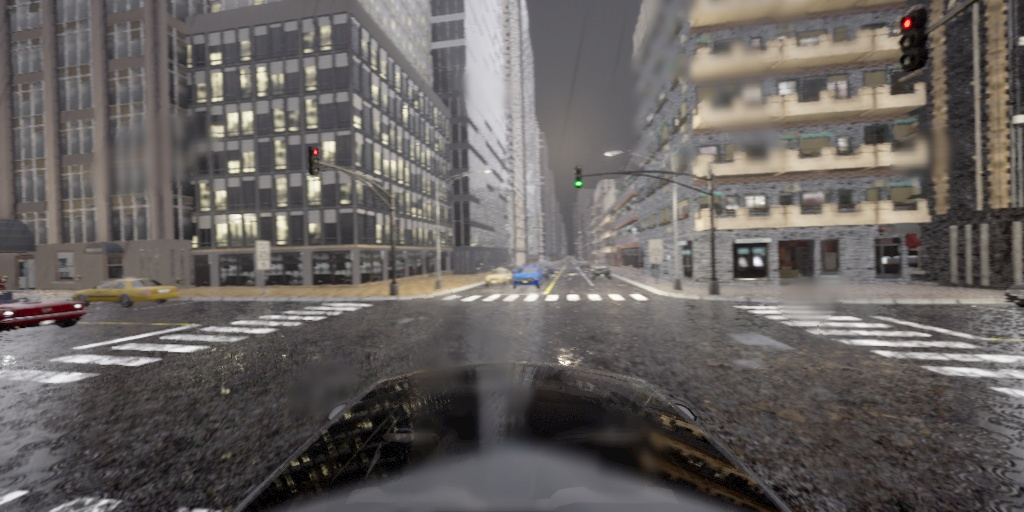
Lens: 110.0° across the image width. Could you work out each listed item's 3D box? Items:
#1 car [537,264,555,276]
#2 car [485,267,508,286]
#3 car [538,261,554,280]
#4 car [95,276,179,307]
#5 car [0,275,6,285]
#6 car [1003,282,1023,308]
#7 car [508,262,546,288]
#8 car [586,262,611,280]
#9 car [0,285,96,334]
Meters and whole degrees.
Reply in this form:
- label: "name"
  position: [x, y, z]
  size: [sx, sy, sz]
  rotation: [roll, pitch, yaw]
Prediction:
- label: "car"
  position: [4.439, 1.765, 46.187]
  size: [1.895, 1.301, 4.718]
  rotation: [-2, -1, 9]
- label: "car"
  position: [-0.951, 1.621, 29.040]
  size: [1.751, 1.417, 4.829]
  rotation: [0, 0, 9]
- label: "car"
  position: [2.792, 1.576, 36.031]
  size: [2.128, 1.511, 4.902]
  rotation: [-2, -1, 9]
- label: "car"
  position: [-18.981, 1.685, 17.622]
  size: [4.829, 1.417, 1.751]
  rotation: [0, 0, 10]
- label: "car"
  position: [-30.741, 1.686, 19.729]
  size: [5.009, 1.841, 2.192]
  rotation: [0, 0, 10]
- label: "car"
  position: [18.425, 1.038, 11.076]
  size: [4.403, 1.370, 2.007]
  rotation: [0, 0, 10]
- label: "car"
  position: [1.245, 1.488, 26.465]
  size: [1.882, 1.535, 5.008]
  rotation: [-2, -1, 8]
- label: "car"
  position: [8.249, 1.471, 33.454]
  size: [2.007, 1.370, 4.403]
  rotation: [0, 0, 9]
- label: "car"
  position: [-16.326, 1.750, 11.307]
  size: [4.718, 1.301, 1.895]
  rotation: [-1, 0, 10]
